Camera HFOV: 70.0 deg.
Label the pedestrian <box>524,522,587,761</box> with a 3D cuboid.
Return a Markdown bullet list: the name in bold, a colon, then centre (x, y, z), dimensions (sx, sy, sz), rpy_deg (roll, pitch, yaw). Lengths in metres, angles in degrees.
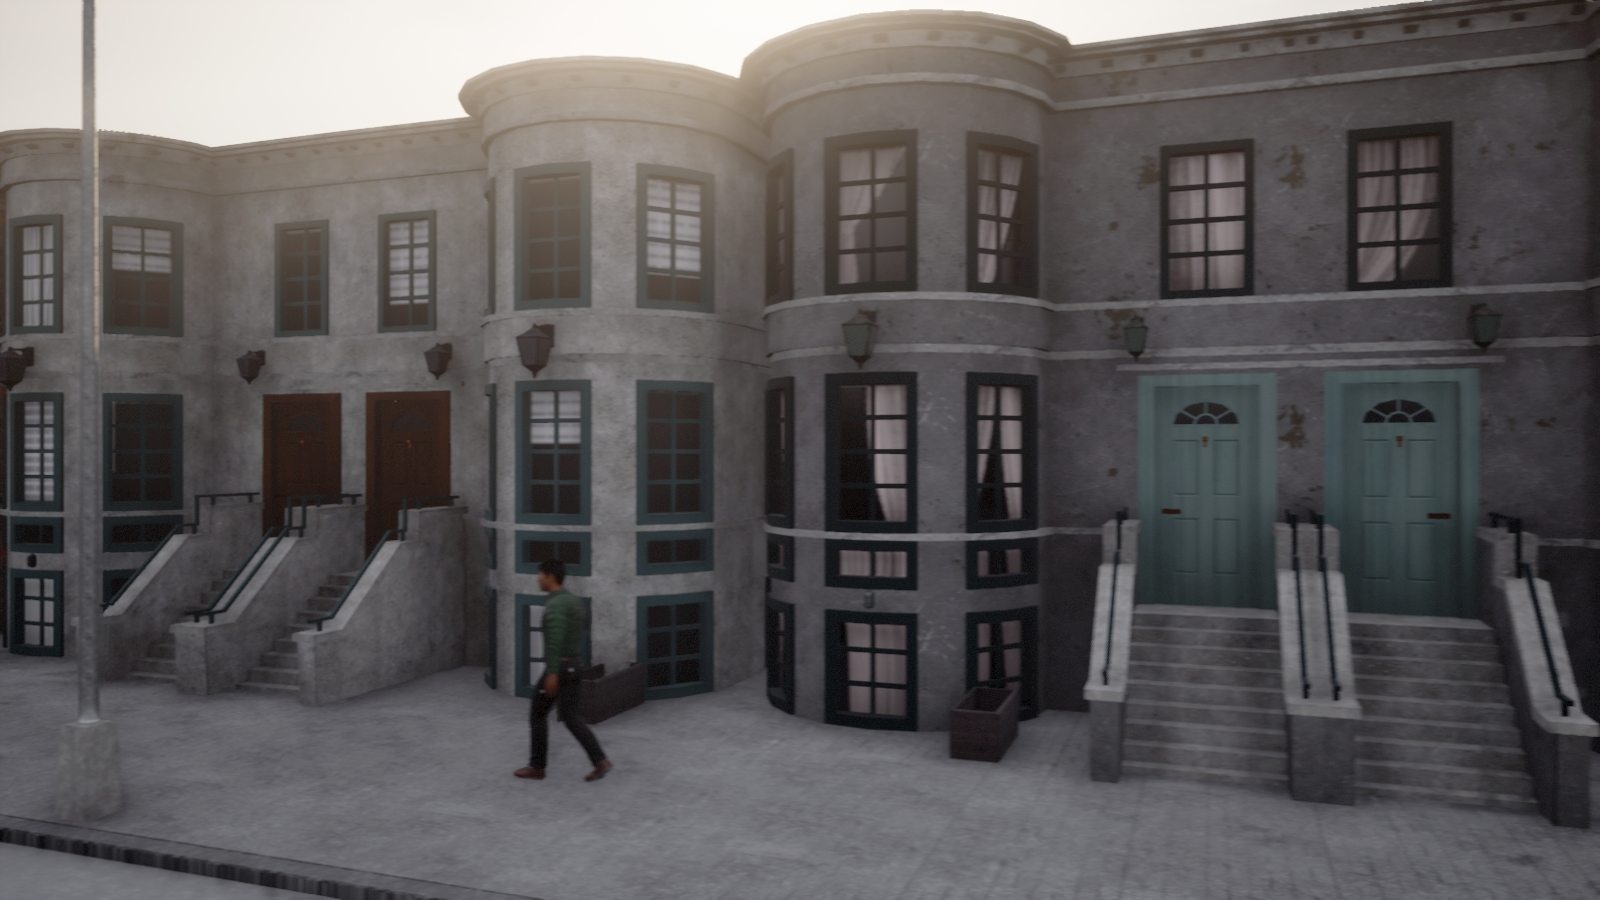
- **pedestrian**: centre (-1.978, 1.526, 9.257), dimensions (0.375, 1.860, 0.375), rpy_deg (0, 0, 13)
